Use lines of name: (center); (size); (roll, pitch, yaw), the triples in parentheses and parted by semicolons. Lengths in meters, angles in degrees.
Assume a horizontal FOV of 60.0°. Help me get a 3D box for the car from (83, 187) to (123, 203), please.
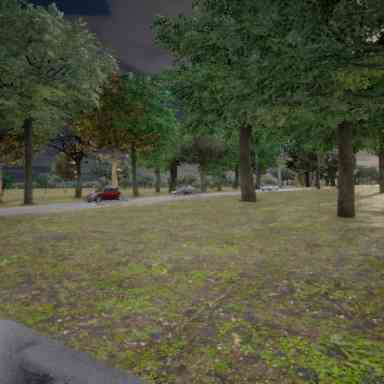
car: (-10.296, 0.287, 38.572); (2.097, 1.767, 4.553); (-1, 2, 38)

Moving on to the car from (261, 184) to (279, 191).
car: (15.494, -0.862, 66.006); (1.895, 1.301, 4.718); (-1, 2, 37)

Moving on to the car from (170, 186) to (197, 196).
car: (-1.242, -0.142, 50.305); (2.128, 1.511, 4.902); (-1, 2, 38)
